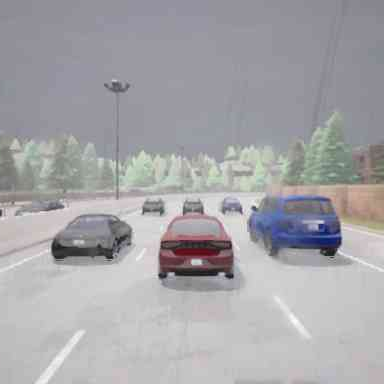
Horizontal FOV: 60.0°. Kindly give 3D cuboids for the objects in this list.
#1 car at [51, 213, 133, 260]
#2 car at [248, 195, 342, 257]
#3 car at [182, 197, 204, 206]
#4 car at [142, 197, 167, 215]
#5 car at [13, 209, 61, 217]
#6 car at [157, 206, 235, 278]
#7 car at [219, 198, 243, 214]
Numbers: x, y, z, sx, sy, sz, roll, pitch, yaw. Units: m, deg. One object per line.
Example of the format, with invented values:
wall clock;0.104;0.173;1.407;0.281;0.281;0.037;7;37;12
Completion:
car;-3.399;1.462;12.016;1.994;1.385;4.181;0;0;0
car;3.590;1.115;12.577;2.150;2.045;5.566;0;0;0
car;0.103;1.235;30.362;2.128;1.511;4.902;0;0;0
car;-3.397;1.235;30.337;2.128;1.511;4.902;0;0;0
car;-10.593;1.294;23.387;2.128;1.511;4.902;0;0;0
car;0.101;1.393;9.882;1.882;1.535;5.008;0;0;0
car;3.590;1.263;31.096;1.812;1.442;4.674;0;0;0
